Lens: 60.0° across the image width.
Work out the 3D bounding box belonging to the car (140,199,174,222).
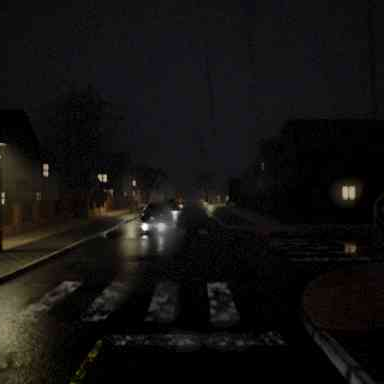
[{"bbox_3d":[-2.813,1.508,26.204,2.033,1.411,5.357,0,0,0],"label":"car"}]

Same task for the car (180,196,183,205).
[{"bbox_3d":[-2.673,1.504,60.564,1.882,1.535,5.008,0,0,0],"label":"car"}]

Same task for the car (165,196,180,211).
[{"bbox_3d":[-2.786,1.487,40.766,1.812,1.442,4.674,0,0,0],"label":"car"}]
